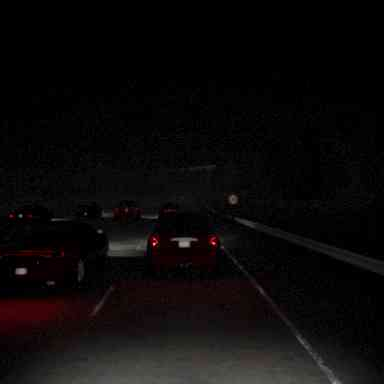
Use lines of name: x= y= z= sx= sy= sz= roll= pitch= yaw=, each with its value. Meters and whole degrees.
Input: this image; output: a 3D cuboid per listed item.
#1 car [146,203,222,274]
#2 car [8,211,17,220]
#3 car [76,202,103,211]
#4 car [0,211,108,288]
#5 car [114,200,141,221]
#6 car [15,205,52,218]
car: x=-0.305 y=1.409 z=10.929 sx=2.097 sy=1.767 sz=4.553 roll=0 pitch=0 yaw=-3
car: x=-7.226 y=1.545 z=9.417 sx=1.882 sy=1.535 sz=5.008 roll=0 pitch=0 yaw=-3
car: x=-9.348 y=1.672 z=30.476 sx=2.128 sy=1.511 sz=4.902 roll=0 pitch=0 yaw=-9
car: x=-3.727 y=1.536 z=9.506 sx=1.882 sy=1.535 sz=5.008 roll=0 pitch=0 yaw=-3
car: x=-5.634 y=1.516 z=29.279 sx=2.097 sy=1.767 sz=4.553 roll=0 pitch=0 yaw=-8
car: x=-12.116 y=1.709 z=25.339 sx=2.033 sy=1.411 sz=5.357 roll=0 pitch=0 yaw=-8
